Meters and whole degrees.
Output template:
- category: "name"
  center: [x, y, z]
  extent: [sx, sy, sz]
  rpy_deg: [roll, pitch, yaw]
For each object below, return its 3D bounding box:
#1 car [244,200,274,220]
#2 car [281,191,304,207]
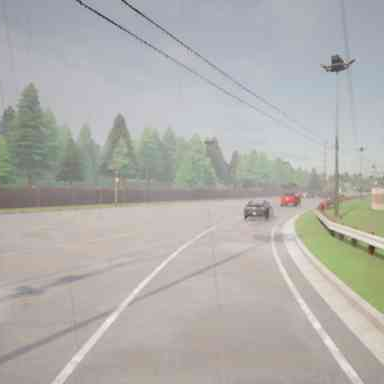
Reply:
- category: "car"
  center: [5.370, 1.381, 26.533]
  extent: [2.128, 1.511, 4.902]
  rpy_deg: [0, 0, 19]
- category: "car"
  center: [14.343, 1.035, 48.264]
  extent: [2.150, 2.045, 5.566]
  rpy_deg: [0, 0, 26]
